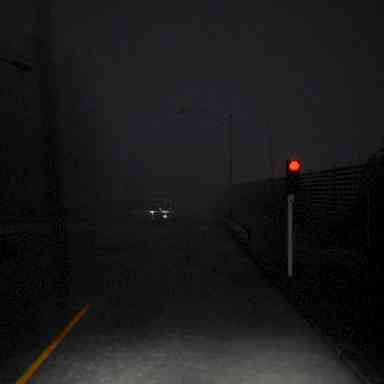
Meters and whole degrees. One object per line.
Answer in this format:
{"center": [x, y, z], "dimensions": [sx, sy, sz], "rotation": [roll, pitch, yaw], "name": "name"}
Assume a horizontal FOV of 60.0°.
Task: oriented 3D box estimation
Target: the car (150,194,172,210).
{"center": [-4.209, 1.221, 43.912], "dimensions": [2.150, 2.045, 5.566], "rotation": [0, 0, 0], "name": "car"}

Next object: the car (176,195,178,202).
{"center": [-4.193, 1.525, 63.957], "dimensions": [1.812, 1.442, 4.674], "rotation": [0, 0, 0], "name": "car"}

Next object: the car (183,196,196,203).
{"center": [-0.280, 1.526, 67.646], "dimensions": [1.812, 1.442, 4.674], "rotation": [0, 0, -5], "name": "car"}

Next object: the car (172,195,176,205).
{"center": [-4.221, 1.352, 53.763], "dimensions": [2.097, 1.767, 4.553], "rotation": [0, 0, 0], "name": "car"}

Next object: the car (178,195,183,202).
{"center": [-3.905, 1.500, 77.012], "dimensions": [4.892, 1.490, 1.837], "rotation": [0, 0, 40], "name": "car"}
